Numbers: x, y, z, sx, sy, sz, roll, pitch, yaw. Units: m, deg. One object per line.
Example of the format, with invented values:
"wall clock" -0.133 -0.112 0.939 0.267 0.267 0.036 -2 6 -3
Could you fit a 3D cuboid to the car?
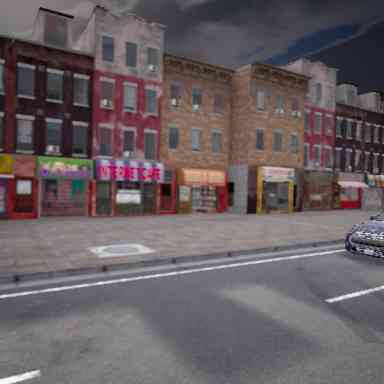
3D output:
"car" 7.344 1.246 11.285 4.553 1.767 2.097 0 1 -30
